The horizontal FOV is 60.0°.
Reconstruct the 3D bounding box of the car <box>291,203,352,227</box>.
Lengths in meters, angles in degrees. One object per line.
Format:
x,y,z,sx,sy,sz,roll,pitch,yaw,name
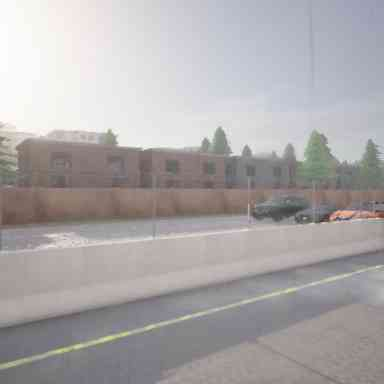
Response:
9.160,1.569,23.413,4.181,1.385,1.994,0,0,-35,car

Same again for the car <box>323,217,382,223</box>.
10.269,1.357,19.907,4.553,1.767,2.097,0,0,-35,car
